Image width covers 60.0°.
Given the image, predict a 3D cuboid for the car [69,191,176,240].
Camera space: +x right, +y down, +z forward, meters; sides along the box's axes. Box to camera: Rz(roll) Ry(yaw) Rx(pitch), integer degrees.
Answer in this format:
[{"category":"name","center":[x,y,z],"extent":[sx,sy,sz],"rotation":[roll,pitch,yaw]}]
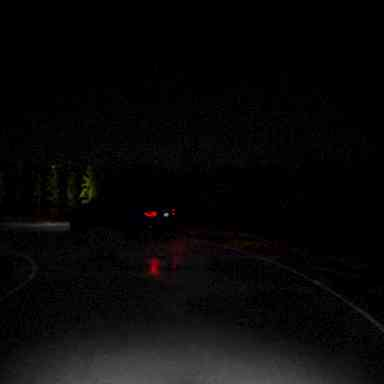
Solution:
[{"category":"car","center":[-3.373,0.983,15.808],"extent":[5.566,2.045,2.150],"rotation":[2,-1,33]}]
